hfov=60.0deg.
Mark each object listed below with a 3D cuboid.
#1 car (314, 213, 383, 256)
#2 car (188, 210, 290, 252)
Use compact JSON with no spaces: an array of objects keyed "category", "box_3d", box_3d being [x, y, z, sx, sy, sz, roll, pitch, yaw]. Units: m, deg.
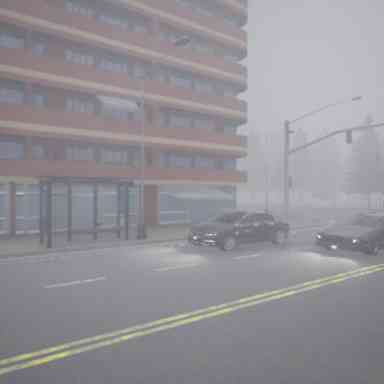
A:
[{"category":"car","box_3d":[7.239,1.580,13.383,5.357,1.411,2.033,0,0,-35]},{"category":"car","box_3d":[2.101,1.530,14.052,4.892,1.490,1.837,1,0,-35]}]
